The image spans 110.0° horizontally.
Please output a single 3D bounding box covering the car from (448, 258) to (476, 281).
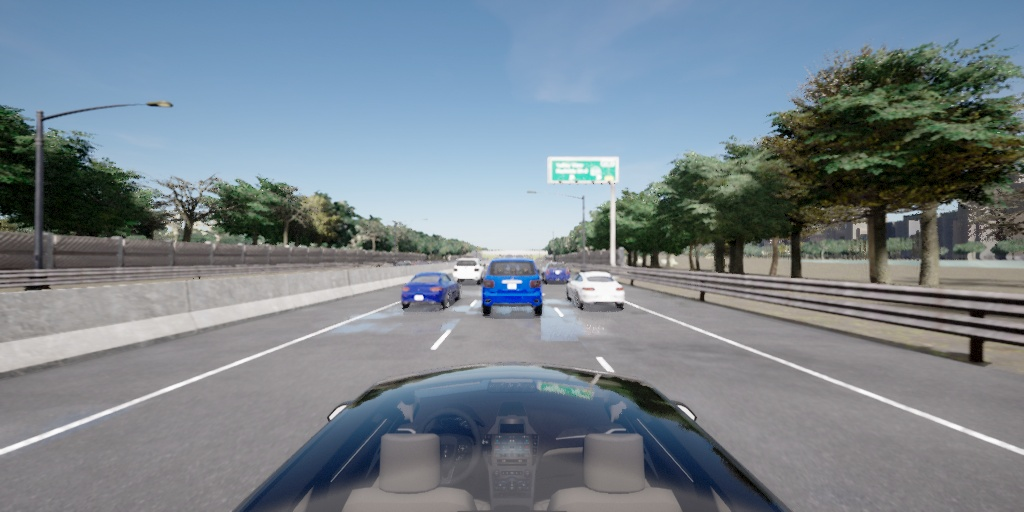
[{"bbox_3d":[-3.418,1.216,29.350,2.150,2.045,5.566,0,0,1],"label":"car"}]

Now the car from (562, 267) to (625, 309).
[{"bbox_3d":[3.541,1.408,15.703,1.812,1.442,4.674,0,0,1],"label":"car"}]

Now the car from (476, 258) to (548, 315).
[{"bbox_3d":[0.025,1.096,14.386,2.150,2.045,5.566,0,0,0],"label":"car"}]

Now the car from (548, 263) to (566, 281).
[{"bbox_3d":[3.596,1.348,30.170,2.097,1.767,4.553,0,-1,1],"label":"car"}]

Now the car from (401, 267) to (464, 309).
[{"bbox_3d":[-3.458,1.408,15.721,1.812,1.442,4.674,0,0,1],"label":"car"}]
